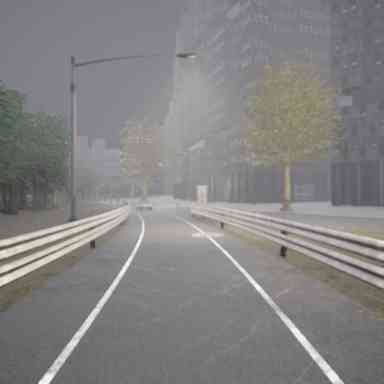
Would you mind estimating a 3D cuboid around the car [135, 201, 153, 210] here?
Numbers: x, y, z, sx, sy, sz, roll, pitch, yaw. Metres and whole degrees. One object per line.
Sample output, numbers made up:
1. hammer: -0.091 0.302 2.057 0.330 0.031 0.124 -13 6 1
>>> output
1. car: -6.962 1.939 47.746 1.895 1.301 4.718 0 0 -17
